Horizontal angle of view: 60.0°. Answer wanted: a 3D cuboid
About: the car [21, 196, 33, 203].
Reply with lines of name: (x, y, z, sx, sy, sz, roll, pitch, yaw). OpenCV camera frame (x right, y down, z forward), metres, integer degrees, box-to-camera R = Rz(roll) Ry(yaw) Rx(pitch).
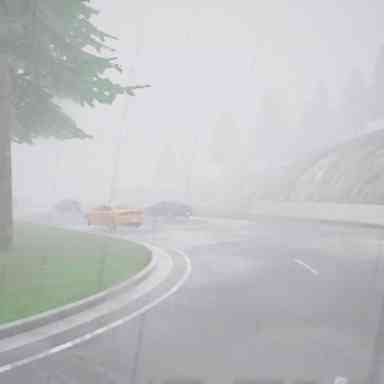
car: (-33.617, 1.529, 67.563, 1.994, 1.385, 4.181, 0, 0, -32)

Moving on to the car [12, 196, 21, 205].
car: (-30.596, 1.493, 56.158, 1.837, 1.490, 4.892, 0, -1, -32)

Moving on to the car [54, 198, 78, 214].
car: (-13.365, 1.469, 35.661, 1.837, 1.490, 4.892, -1, -1, -36)

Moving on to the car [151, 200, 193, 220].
car: (-2.016, 1.441, 27.843, 1.837, 1.490, 4.892, 0, 0, -44)

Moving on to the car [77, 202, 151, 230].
car: (-5.065, 1.446, 21.055, 1.882, 1.535, 5.008, 0, 0, -45)
